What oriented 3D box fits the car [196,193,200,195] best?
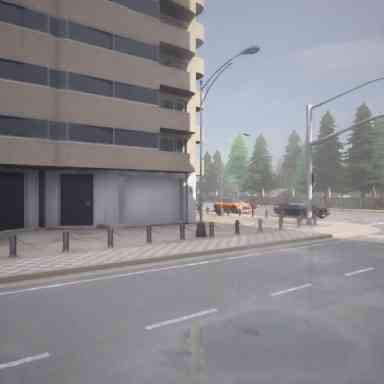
[{"bbox_3d":[-0.060,1.274,61.097,2.150,2.045,5.566,0,0,-35],"label":"car"}]

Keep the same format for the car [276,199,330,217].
[{"bbox_3d":[11.075,1.531,33.443,1.882,1.535,5.008,0,0,-36],"label":"car"}]

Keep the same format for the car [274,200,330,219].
[{"bbox_3d":[9.650,1.654,29.438,1.895,1.301,4.718,0,0,-36],"label":"car"}]

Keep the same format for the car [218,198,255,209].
[{"bbox_3d":[6.140,1.600,46.608,2.033,1.411,5.357,0,0,-36],"label":"car"}]

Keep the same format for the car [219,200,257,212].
[{"bbox_3d":[5.609,1.654,41.020,1.895,1.301,4.718,0,0,-36],"label":"car"}]

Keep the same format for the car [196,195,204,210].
[{"bbox_3d":[-1.029,1.531,44.254,1.882,1.535,5.008,0,0,-36],"label":"car"}]

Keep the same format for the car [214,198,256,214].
[{"bbox_3d":[4.434,1.406,36.670,2.097,1.767,4.553,0,0,-36],"label":"car"}]

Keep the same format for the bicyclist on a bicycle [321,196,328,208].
[{"bbox_3d":[17.369,1.353,43.492,1.656,1.620,0.582,0,0,-36],"label":"bicyclist on a bicycle"}]
